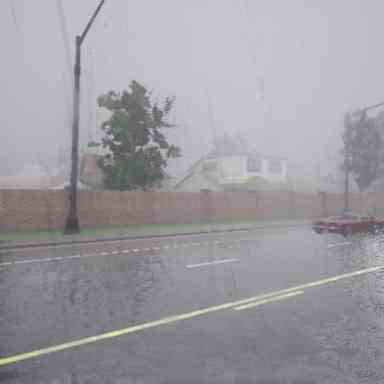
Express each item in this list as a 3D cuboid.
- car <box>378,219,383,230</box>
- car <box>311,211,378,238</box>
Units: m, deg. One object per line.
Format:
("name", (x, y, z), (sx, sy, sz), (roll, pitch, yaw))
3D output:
("car", (11.581, 1.658, 16.552), (5.008, 1.535, 1.882), (1, -1, -35))
("car", (8.895, 1.774, 18.935), (4.718, 1.301, 1.895), (1, 0, -35))
